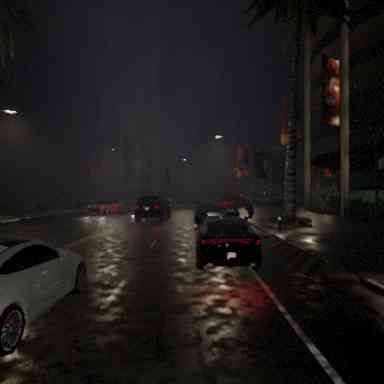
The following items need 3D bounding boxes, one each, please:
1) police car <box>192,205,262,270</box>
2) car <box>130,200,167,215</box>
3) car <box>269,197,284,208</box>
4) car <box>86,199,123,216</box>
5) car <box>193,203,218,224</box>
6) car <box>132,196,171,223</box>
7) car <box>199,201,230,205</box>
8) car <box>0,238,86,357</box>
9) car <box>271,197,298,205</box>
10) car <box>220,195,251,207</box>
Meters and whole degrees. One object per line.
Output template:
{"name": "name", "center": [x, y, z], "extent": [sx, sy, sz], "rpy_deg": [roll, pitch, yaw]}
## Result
{"name": "police car", "center": [1.061, 1.480, 11.419], "extent": [1.930, 1.638, 5.238], "rpy_deg": [0, 0, 0]}
{"name": "car", "center": [-4.792, 1.725, 37.729], "extent": [2.033, 1.411, 5.357], "rpy_deg": [0, 0, 18]}
{"name": "car", "center": [14.355, 1.725, 52.465], "extent": [5.008, 1.535, 1.882], "rpy_deg": [0, 0, -35]}
{"name": "car", "center": [-9.072, 1.515, 34.755], "extent": [2.097, 1.767, 4.553], "rpy_deg": [0, 0, 14]}
{"name": "car", "center": [1.152, 1.653, 26.883], "extent": [1.812, 1.442, 4.674], "rpy_deg": [0, 0, 4]}
{"name": "car", "center": [-3.101, 1.348, 27.075], "extent": [2.150, 2.045, 5.566], "rpy_deg": [0, 0, 4]}
{"name": "car", "center": [1.071, 1.578, 21.309], "extent": [1.882, 1.535, 5.008], "rpy_deg": [0, 0, 0]}
{"name": "car", "center": [-3.396, 1.554, 5.931], "extent": [1.812, 1.442, 4.674], "rpy_deg": [0, 0, 0]}
{"name": "car", "center": [18.420, 1.791, 66.399], "extent": [5.008, 1.535, 1.882], "rpy_deg": [0, 0, -21]}
{"name": "car", "center": [5.640, 1.427, 43.309], "extent": [2.150, 2.045, 5.566], "rpy_deg": [0, 0, 36]}
